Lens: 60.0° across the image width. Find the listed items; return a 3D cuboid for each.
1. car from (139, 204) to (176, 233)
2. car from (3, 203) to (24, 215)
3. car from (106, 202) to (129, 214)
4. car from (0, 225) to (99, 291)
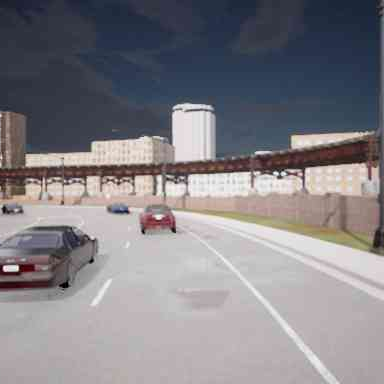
[{"bbox_3d":[-2.302,1.543,21.296,2.097,1.767,4.553,0,0,-11],"label":"car"},{"bbox_3d":[-22.761,2.114,42.321,2.128,1.511,4.902,-1,-1,-38],"label":"car"},{"bbox_3d":[-9.219,1.970,40.886,1.994,1.385,4.181,-1,0,-28],"label":"car"},{"bbox_3d":[-3.962,1.645,9.345,2.033,1.411,5.357,0,-1,-6],"label":"car"}]
